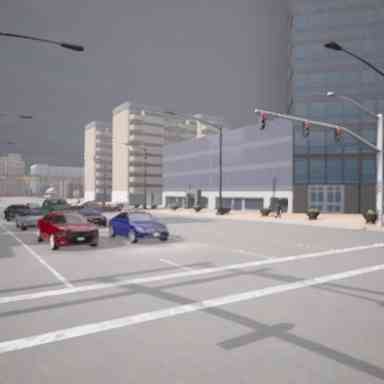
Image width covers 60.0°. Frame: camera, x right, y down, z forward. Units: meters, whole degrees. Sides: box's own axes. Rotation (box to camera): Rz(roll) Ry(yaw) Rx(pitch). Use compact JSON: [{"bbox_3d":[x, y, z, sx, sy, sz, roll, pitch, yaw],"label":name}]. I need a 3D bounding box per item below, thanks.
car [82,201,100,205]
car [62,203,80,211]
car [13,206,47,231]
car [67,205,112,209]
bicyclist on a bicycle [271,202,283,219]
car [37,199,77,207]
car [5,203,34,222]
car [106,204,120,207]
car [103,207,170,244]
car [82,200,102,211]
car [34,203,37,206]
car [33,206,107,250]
[{"bbox_3d":[-15.223,2.290,48.864,2.128,1.511,4.902,1,-1,-34],"label":"car"},{"bbox_3d":[-20.966,2.574,57.494,1.895,1.301,4.718,1,-1,-34],"label":"car"},{"bbox_3d":[-11.018,1.899,23.227,1.895,1.301,4.718,1,-1,-34],"label":"car"},{"bbox_3d":[-7.739,1.886,24.622,1.994,1.385,4.181,1,-1,-34],"label":"car"},{"bbox_3d":[7.889,1.731,30.879,1.656,1.620,0.582,0,-1,-34],"label":"bicyclist on a bicycle"},{"bbox_3d":[-13.592,1.719,33.433,2.150,2.045,5.566,1,-1,-34],"label":"car"},{"bbox_3d":[-16.689,1.974,31.768,1.837,1.490,4.892,1,-1,-33],"label":"car"},{"bbox_3d":[-12.322,2.434,50.820,1.895,1.301,4.718,1,-1,-34],"label":"car"},{"bbox_3d":[-2.901,1.728,17.319,1.812,1.442,4.674,1,-1,-33],"label":"car"},{"bbox_3d":[-17.782,2.351,59.020,2.097,1.767,4.553,1,-1,-34],"label":"car"},{"bbox_3d":[-21.925,2.259,46.118,1.882,1.535,5.008,1,-1,-34],"label":"car"},{"bbox_3d":[-5.842,1.644,15.454,1.882,1.535,5.008,1,-1,-34],"label":"car"}]
